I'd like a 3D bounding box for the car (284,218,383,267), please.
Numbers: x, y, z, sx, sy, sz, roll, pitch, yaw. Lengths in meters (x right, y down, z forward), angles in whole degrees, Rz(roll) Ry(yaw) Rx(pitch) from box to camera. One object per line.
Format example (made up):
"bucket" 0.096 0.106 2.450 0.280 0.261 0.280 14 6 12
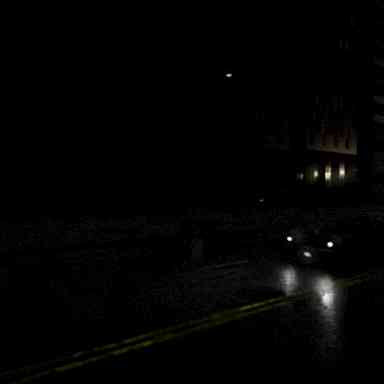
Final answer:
"car" 5.336 1.603 11.483 4.718 1.301 1.895 0 0 -36
